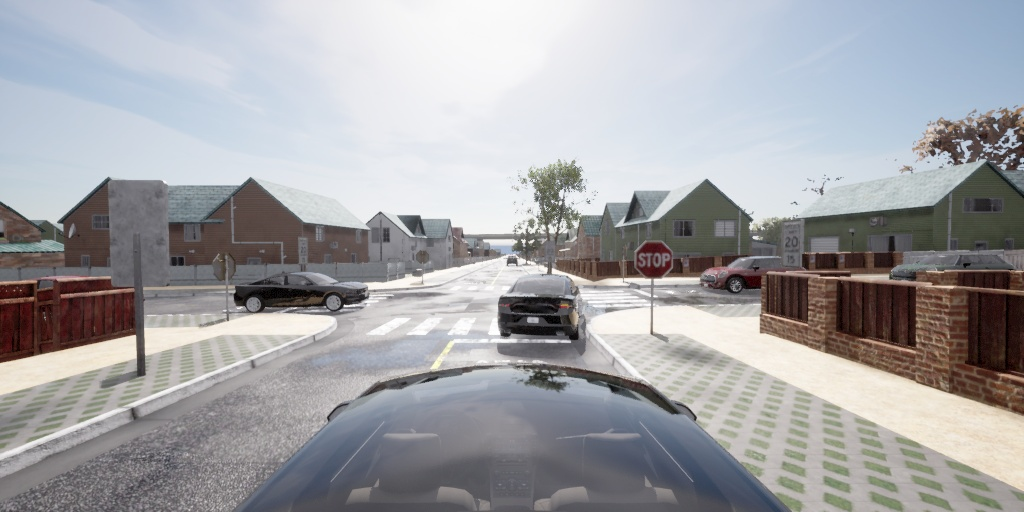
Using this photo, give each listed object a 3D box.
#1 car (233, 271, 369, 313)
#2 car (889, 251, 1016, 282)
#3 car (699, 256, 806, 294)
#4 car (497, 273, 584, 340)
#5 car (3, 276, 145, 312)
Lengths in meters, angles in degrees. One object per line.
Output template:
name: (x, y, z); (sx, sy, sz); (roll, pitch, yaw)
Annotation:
car: (-8.462, 1.377, 14.639); (5.008, 1.535, 1.882); (-1, 2, 0)
car: (21.710, 0.646, 17.778); (4.553, 1.767, 2.097); (-1, 2, 0)
car: (11.814, 0.821, 17.711); (4.553, 1.767, 2.097); (-1, 2, 0)
car: (0.962, 1.225, 10.107); (1.882, 1.535, 5.008); (0, 0, 12)
car: (-18.015, 1.547, 14.581); (5.008, 1.535, 1.882); (-1, 2, 0)
